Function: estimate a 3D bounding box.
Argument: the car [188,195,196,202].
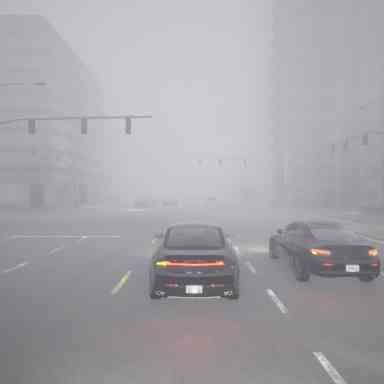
[{"bbox_3d":[0.025,1.364,73.917,2.128,1.511,4.902,0,0,0],"label":"car"}]

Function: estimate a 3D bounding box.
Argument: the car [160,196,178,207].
[{"bbox_3d":[-3.551,1.477,52.516,1.882,1.535,5.008,0,0,0],"label":"car"}]

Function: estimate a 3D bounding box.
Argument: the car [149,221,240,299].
[{"bbox_3d":[0.061,1.505,8.409,1.837,1.490,4.892,0,0,0],"label":"car"}]

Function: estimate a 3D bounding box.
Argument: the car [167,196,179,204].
[{"bbox_3d":[-3.524,1.547,62.782,2.033,1.411,5.357,0,0,0],"label":"car"}]

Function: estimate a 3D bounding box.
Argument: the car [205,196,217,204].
[{"bbox_3d":[3.611,1.504,61.668,1.837,1.490,4.892,0,0,0],"label":"car"}]

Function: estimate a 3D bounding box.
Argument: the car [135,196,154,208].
[{"bbox_3d":[-7.070,1.601,48.393,1.895,1.301,4.718,0,0,0],"label":"car"}]

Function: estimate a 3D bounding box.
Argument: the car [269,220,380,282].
[{"bbox_3d":[3.567,1.526,9.664,1.812,1.442,4.674,0,0,0],"label":"car"}]

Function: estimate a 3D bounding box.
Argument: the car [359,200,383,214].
[{"bbox_3d":[20.858,1.547,35.520,5.357,1.411,2.033,0,0,1],"label":"car"}]

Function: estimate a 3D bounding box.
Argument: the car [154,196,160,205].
[{"bbox_3d":[-7.060,1.477,57.502,1.882,1.535,5.008,0,0,0],"label":"car"}]

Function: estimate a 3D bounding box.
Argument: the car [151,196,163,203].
[{"bbox_3d":[-6.997,1.564,67.466,1.994,1.385,4.181,0,0,1],"label":"car"}]
